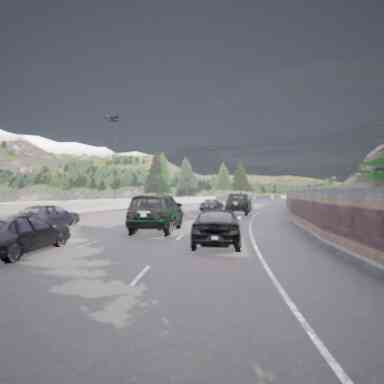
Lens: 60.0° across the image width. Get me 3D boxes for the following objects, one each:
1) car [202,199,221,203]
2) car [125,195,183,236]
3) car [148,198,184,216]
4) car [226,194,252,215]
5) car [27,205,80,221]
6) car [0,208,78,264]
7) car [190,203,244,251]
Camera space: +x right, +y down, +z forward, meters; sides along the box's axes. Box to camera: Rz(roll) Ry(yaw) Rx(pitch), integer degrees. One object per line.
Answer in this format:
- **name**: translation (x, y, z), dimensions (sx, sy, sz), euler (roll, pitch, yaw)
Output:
- **car**: translation (2.245, 1.490, 37.237), dimensions (2.033, 1.411, 5.357), euler (0, 0, 17)
- **car**: translation (-1.910, 1.185, 18.382), dimensions (2.150, 2.045, 5.566), euler (0, 0, 8)
- **car**: translation (-2.470, 1.429, 33.119), dimensions (2.128, 1.511, 4.902), euler (0, 0, 14)
- **car**: translation (4.669, 1.177, 32.915), dimensions (2.150, 2.045, 5.566), euler (0, 0, 15)
- **car**: translation (-8.763, 1.491, 19.978), dimensions (2.033, 1.411, 5.357), euler (0, 0, 9)
- **car**: translation (-6.257, 1.512, 11.709), dimensions (2.033, 1.411, 5.357), euler (0, 0, 5)
- **car**: translation (1.075, 1.456, 14.108), dimensions (1.882, 1.535, 5.008), euler (0, 0, 6)
